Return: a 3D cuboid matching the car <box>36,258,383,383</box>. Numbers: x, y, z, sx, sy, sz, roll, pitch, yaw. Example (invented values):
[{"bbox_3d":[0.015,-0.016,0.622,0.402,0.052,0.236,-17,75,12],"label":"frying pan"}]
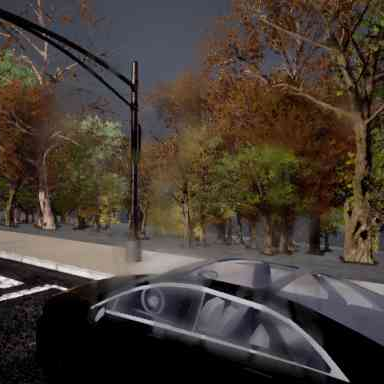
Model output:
[{"bbox_3d":[0.229,1.491,3.513,4.902,1.511,2.128,0,0,37],"label":"car"}]
